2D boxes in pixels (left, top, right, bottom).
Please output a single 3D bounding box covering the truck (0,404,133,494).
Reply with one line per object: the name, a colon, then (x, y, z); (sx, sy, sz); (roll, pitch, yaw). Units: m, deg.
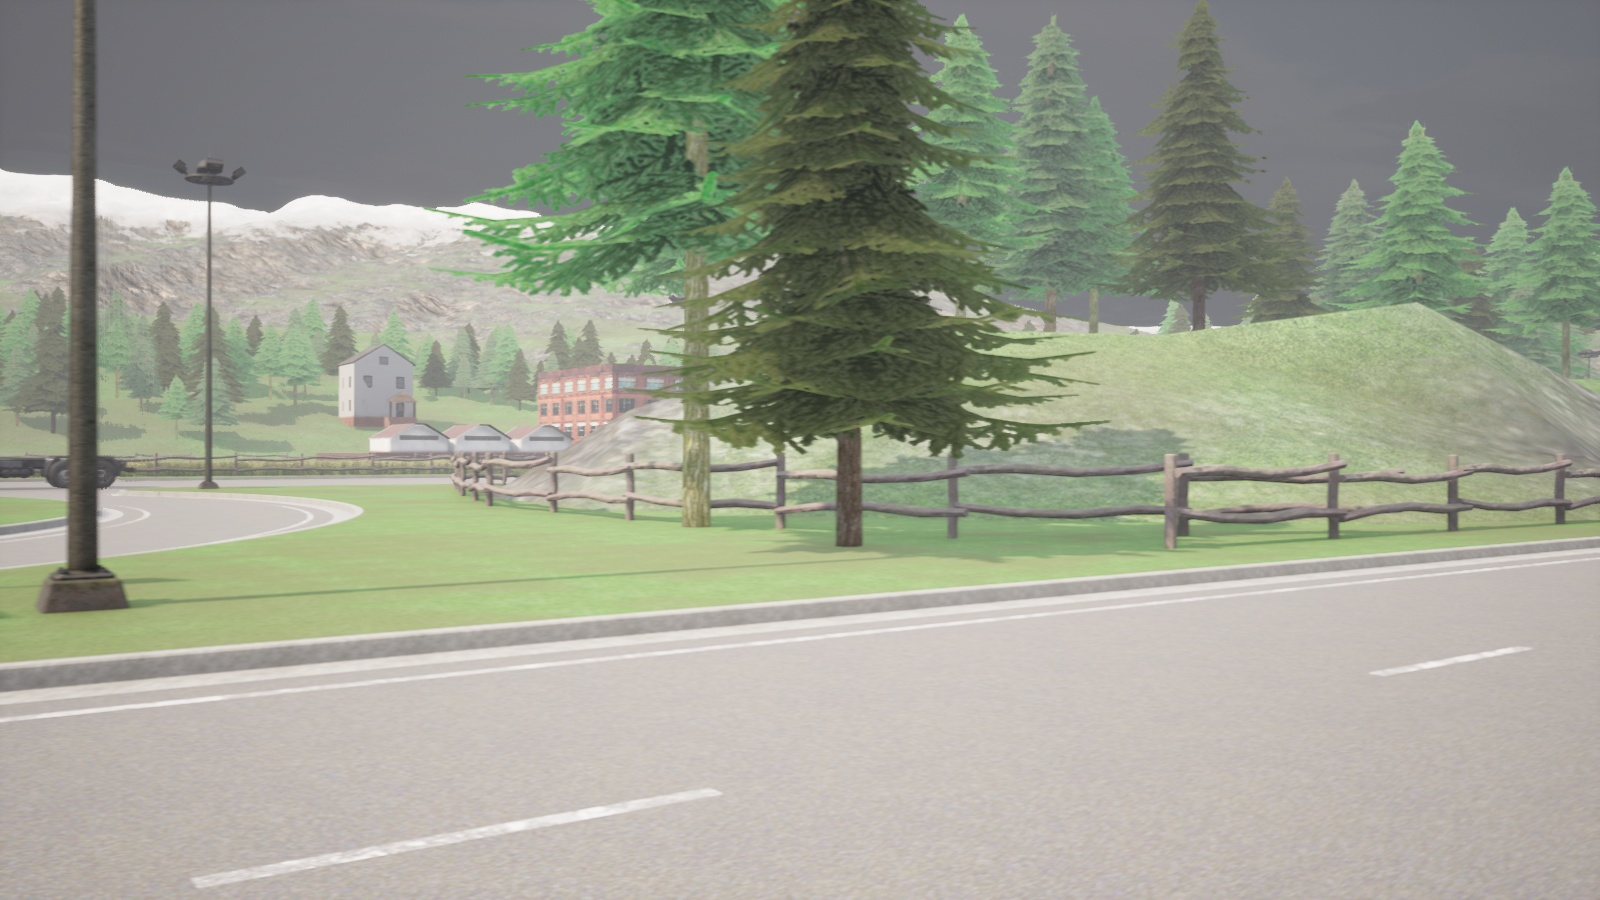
truck: (-31.109, -0.049, 49.792); (7.936, 3.462, 2.891); (0, 0, -35)
